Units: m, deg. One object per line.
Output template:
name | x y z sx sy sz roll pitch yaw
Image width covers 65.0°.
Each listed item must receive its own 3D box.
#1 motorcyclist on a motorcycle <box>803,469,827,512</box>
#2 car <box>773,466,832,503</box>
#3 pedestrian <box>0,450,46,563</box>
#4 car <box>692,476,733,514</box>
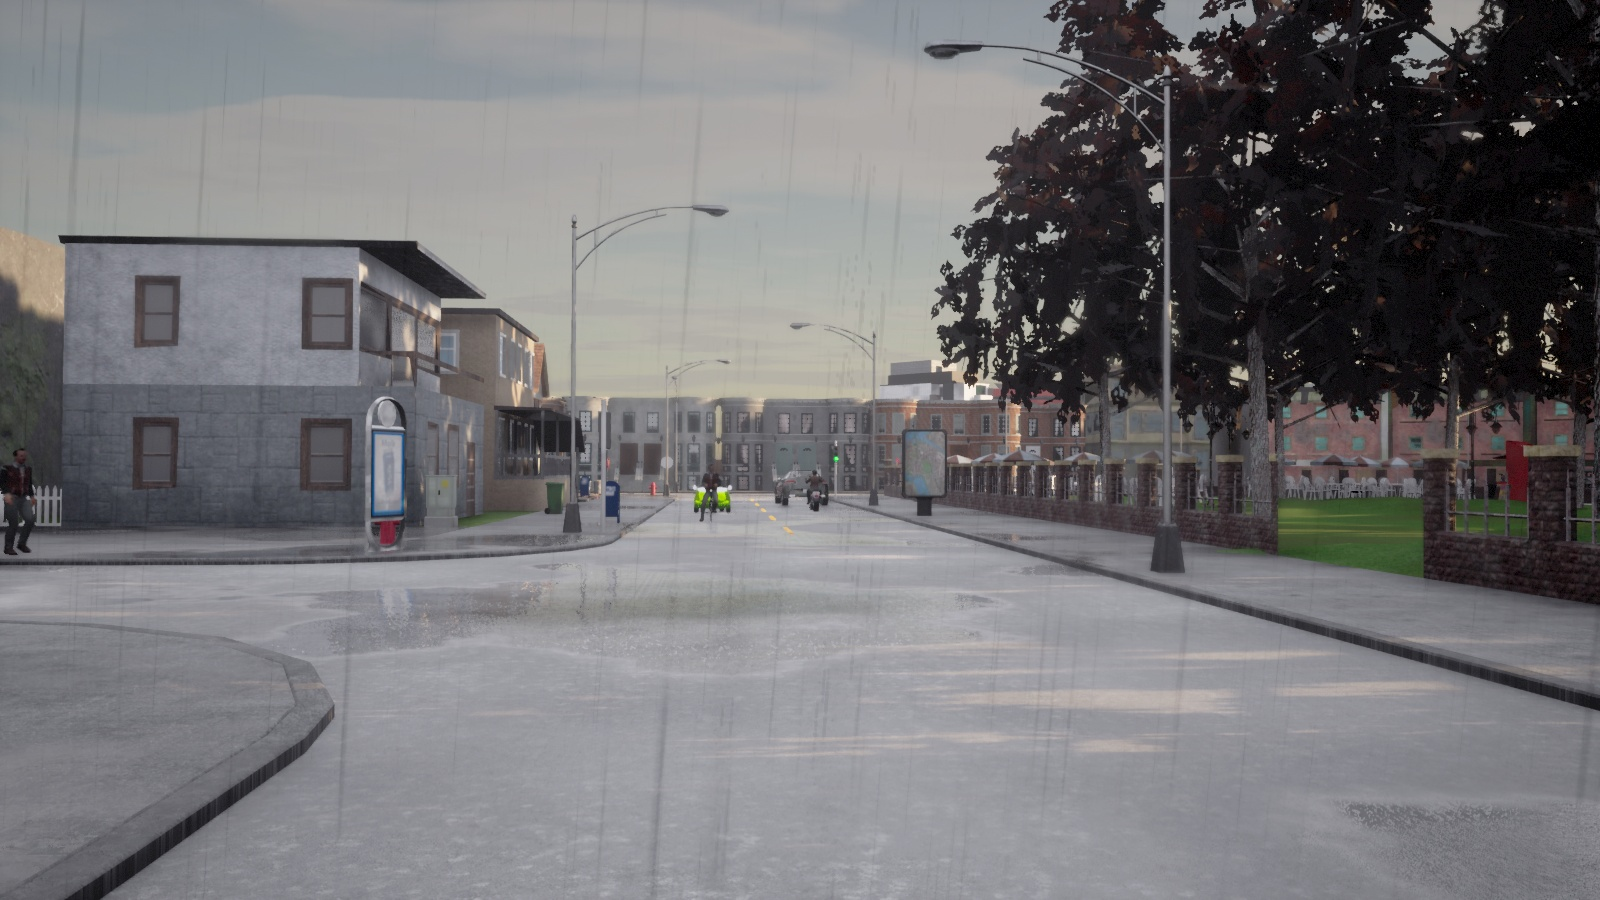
motorcyclist on a motorcycle | 0.572 1.593 49.625 0.766 1.649 2.350 0 -1 -4
car | 0.064 1.576 58.675 2.152 1.651 5.027 0 -1 -7
pedestrian | -12.999 0.928 20.966 0.720 1.854 0.376 -1 -1 27
car | -3.271 1.672 47.108 1.481 1.376 2.207 0 -1 -4
